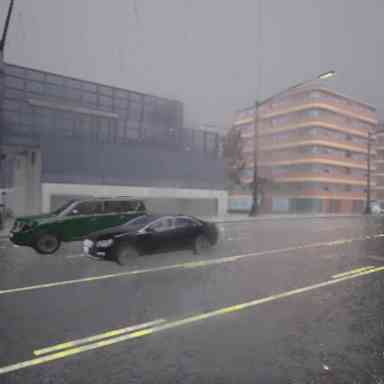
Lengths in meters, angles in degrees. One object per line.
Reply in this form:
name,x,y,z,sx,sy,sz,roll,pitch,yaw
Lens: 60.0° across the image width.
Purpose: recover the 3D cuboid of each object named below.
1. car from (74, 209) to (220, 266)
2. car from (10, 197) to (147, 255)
car,-1.262,1.517,11.679,4.902,1.511,2.128,0,0,-35
car,-4.344,1.244,13.785,5.566,2.045,2.150,0,0,-36
